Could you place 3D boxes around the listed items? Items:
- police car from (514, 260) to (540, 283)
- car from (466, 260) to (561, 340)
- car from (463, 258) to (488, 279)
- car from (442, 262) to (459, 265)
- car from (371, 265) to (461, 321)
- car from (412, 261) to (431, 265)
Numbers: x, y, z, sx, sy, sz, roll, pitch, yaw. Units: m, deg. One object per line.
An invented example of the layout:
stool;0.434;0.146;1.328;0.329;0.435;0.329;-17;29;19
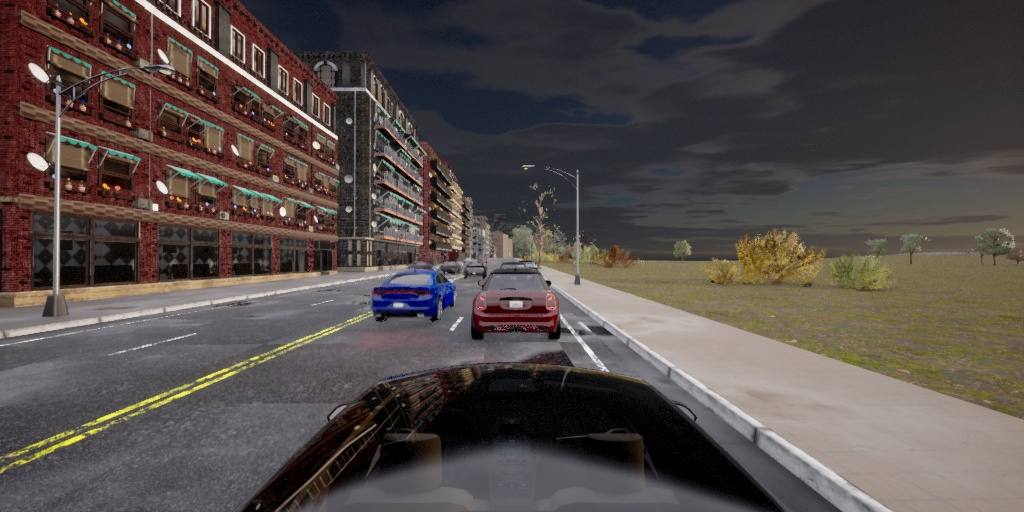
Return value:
police car;1.110;1.179;29.437;1.930;1.638;5.238;0;0;0
car;0.084;1.103;10.169;2.097;1.767;4.553;0;0;0
car;-3.180;1.246;32.666;2.128;1.511;4.902;0;0;0
car;-6.636;1.301;38.687;2.033;1.411;5.357;0;0;0
car;-3.161;1.229;12.449;1.882;1.535;5.008;0;0;0
car;-9.884;1.301;38.969;2.033;1.411;5.357;0;0;0
